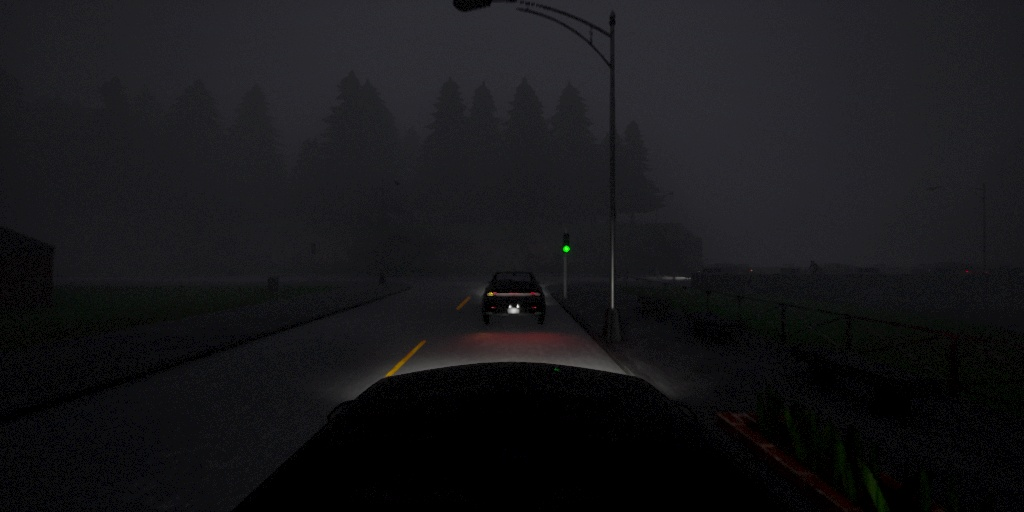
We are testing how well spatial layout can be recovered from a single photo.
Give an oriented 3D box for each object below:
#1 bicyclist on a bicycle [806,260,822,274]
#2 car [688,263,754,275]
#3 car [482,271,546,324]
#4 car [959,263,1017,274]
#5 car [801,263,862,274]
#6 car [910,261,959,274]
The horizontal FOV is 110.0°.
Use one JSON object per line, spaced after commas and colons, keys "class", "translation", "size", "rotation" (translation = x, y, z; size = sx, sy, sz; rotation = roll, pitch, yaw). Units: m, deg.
{"class": "bicyclist on a bicycle", "translation": [21.155, 1.128, 25.111], "size": [0.582, 1.620, 1.656], "rotation": [0, 0, 0]}
{"class": "car", "translation": [19.493, 1.337, 33.510], "size": [5.357, 1.411, 2.033], "rotation": [0, 0, 0]}
{"class": "car", "translation": [0.065, 1.254, 12.040], "size": [2.128, 1.511, 4.902], "rotation": [0, 0, 0]}
{"class": "car", "translation": [40.387, 1.386, 29.401], "size": [4.718, 1.301, 1.895], "rotation": [0, 0, 0]}
{"class": "car", "translation": [29.793, 1.337, 33.504], "size": [5.357, 1.411, 2.033], "rotation": [0, 0, 0]}
{"class": "car", "translation": [40.260, 1.268, 33.479], "size": [5.008, 1.535, 1.882], "rotation": [0, 0, 0]}
